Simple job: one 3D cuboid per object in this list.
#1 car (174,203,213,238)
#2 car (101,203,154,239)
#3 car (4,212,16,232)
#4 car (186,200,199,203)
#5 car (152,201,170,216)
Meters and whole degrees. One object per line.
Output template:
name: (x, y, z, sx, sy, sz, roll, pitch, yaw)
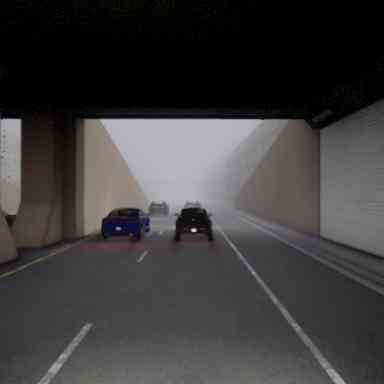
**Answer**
car: (0.090, 1.592, 18.313, 1.837, 1.490, 4.892, 0, 0, 0)
car: (-3.411, 1.563, 17.864, 1.882, 1.535, 5.008, 0, 0, 0)
car: (-10.610, 1.627, 16.677, 2.033, 1.411, 5.357, 0, 0, 0)
car: (0.078, 1.668, 37.225, 2.128, 1.511, 4.902, 0, 0, 0)
car: (-3.420, 1.656, 34.792, 2.128, 1.511, 4.902, 0, 0, 0)
